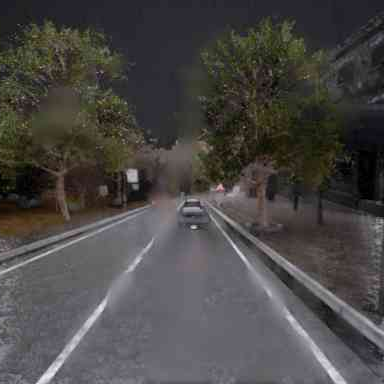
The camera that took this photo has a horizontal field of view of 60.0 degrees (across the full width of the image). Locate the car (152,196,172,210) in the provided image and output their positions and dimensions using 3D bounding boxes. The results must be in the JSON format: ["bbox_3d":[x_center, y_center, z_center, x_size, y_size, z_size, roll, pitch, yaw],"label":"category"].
[{"bbox_3d":[-3.627,1.277,40.727,2.097,1.767,4.553,0,0,0],"label":"car"}]

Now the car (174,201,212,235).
[{"bbox_3d":[0.082,1.470,18.704,1.837,1.490,4.892,0,0,0],"label":"car"}]

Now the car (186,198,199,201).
[{"bbox_3d":[0.063,1.409,37.233,1.882,1.535,5.008,0,0,0],"label":"car"}]
